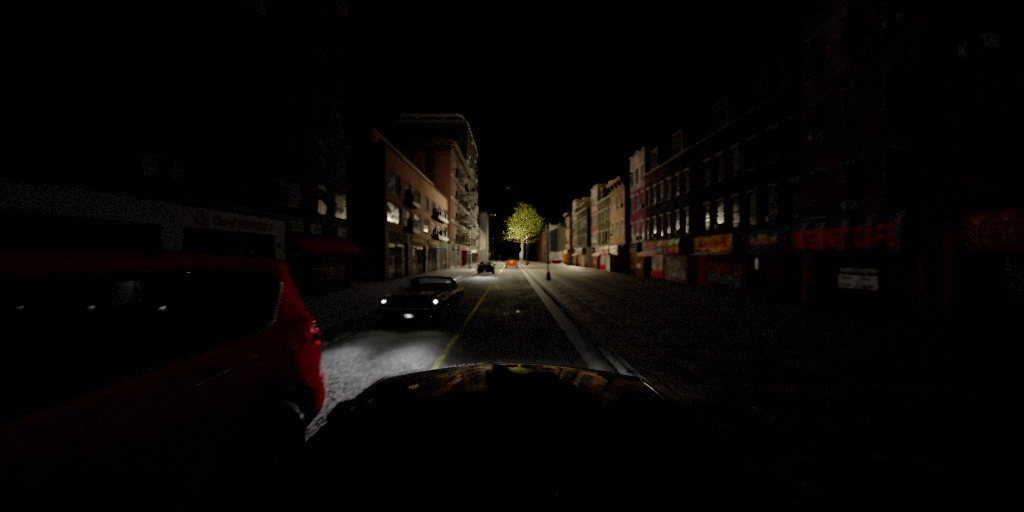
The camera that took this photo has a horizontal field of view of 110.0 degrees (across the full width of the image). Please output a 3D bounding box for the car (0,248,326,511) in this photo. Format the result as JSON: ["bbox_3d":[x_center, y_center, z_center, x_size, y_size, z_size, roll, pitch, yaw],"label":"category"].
[{"bbox_3d":[-2.847,0.975,1.160,2.150,2.045,5.566,0,0,0],"label":"car"}]

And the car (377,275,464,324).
[{"bbox_3d":[-2.849,1.352,12.124,1.895,1.301,4.718,0,0,0],"label":"car"}]

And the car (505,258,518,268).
[{"bbox_3d":[-0.071,1.103,60.257,2.097,1.767,4.553,0,0,0],"label":"car"}]

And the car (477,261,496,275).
[{"bbox_3d":[-2.795,1.266,39.360,2.128,1.511,4.902,0,0,0],"label":"car"}]
